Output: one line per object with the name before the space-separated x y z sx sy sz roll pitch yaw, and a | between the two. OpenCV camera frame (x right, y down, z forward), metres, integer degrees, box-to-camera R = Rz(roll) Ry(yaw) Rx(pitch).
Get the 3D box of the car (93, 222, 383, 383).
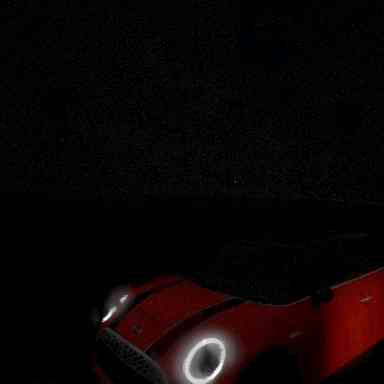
car | 1.064 1.364 4.472 4.553 1.767 2.097 0 0 -39
